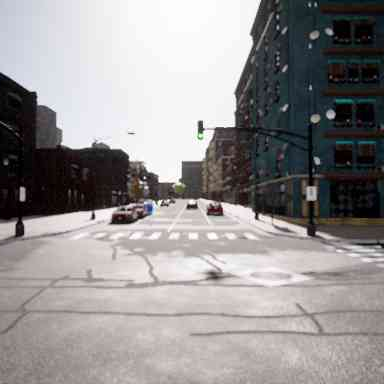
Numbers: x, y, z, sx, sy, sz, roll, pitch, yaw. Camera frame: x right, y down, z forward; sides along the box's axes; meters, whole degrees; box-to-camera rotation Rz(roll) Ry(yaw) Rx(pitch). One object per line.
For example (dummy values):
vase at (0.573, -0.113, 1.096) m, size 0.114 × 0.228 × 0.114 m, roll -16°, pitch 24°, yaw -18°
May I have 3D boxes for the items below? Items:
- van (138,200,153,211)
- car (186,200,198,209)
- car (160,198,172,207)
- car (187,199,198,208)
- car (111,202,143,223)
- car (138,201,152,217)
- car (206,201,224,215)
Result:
van at (-5.645, 1.813, 40.064) m, size 1.690 × 1.788 × 3.998 m, roll 1°, pitch -1°, yaw 0°
car at (0.039, 2.233, 56.773) m, size 1.994 × 1.385 × 4.181 m, roll 0°, pitch -1°, yaw 0°
car at (-5.630, 2.390, 68.492) m, size 1.802 × 1.307 × 4.206 m, roll 1°, pitch -1°, yaw 0°
car at (0.045, 2.279, 66.782) m, size 2.128 × 1.511 × 4.902 m, roll 0°, pitch -1°, yaw 0°
car at (-5.733, 1.884, 28.693) m, size 1.887 × 1.381 × 4.507 m, roll 1°, pitch -1°, yaw 0°
car at (-5.653, 1.950, 34.374) m, size 1.887 × 1.381 × 4.507 m, roll 1°, pitch -1°, yaw 0°
car at (2.733, 1.913, 40.118) m, size 1.967 × 1.590 × 4.097 m, roll 1°, pitch -1°, yaw 0°
